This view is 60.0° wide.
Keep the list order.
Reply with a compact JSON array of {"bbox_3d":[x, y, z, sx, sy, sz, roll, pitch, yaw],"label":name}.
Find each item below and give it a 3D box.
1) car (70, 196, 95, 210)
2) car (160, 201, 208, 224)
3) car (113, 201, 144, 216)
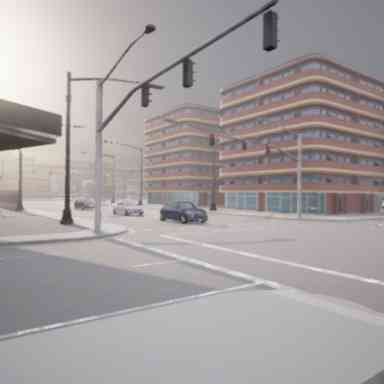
[{"bbox_3d":[-14.623,1.686,45.690,2.128,1.511,4.902,1,-1,-36],"label":"car"},{"bbox_3d":[-0.703,1.551,26.907,2.097,1.767,4.553,1,-1,-37],"label":"car"},{"bbox_3d":[-6.769,1.722,35.070,1.812,1.442,4.674,1,-1,-36],"label":"car"}]
